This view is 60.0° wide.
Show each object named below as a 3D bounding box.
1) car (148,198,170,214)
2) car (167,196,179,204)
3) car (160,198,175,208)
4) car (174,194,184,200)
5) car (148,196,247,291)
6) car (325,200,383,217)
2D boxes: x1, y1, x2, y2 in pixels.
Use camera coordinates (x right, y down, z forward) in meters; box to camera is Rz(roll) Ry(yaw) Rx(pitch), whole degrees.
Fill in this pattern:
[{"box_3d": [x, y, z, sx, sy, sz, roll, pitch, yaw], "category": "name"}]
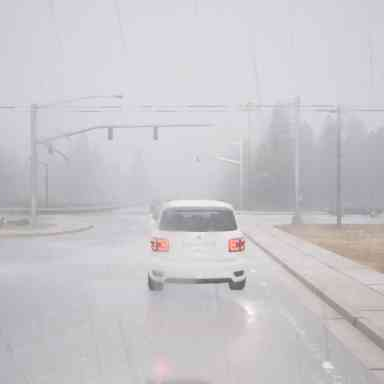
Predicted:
[{"box_3d": [-3.509, 1.496, 36.144, 2.128, 1.511, 4.902, 0, 0, -3], "category": "car"}, {"box_3d": [-3.517, 1.564, 63.440, 1.994, 1.385, 4.181, 0, 0, 1], "category": "car"}, {"box_3d": [-3.608, 1.564, 50.055, 1.994, 1.385, 4.181, 0, 0, 0], "category": "car"}, {"box_3d": [-3.096, 1.154, 78.527, 2.033, 1.411, 5.357, 0, 0, 2], "category": "car"}, {"box_3d": [0.062, 1.218, 9.178, 2.150, 2.045, 5.566, 0, 0, -2], "category": "car"}, {"box_3d": [14.882, 1.518, 30.593, 4.902, 1.511, 2.128, 0, 0, 1], "category": "car"}]
